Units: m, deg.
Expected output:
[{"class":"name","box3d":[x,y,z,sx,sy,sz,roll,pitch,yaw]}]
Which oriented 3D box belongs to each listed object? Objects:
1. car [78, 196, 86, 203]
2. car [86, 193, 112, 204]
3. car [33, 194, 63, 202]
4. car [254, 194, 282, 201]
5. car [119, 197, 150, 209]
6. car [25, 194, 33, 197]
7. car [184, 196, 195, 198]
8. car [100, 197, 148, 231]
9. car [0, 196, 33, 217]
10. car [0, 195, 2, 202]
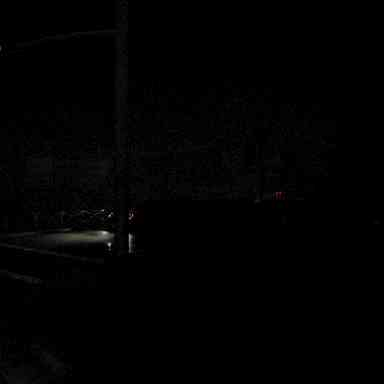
[{"class":"car","box3d":[-18.474,1.077,60.365,1.905,1.878,3.866,0,0,35]},{"class":"car","box3d":[-15.864,1.097,59.022,1.932,1.855,4.605,0,0,35]},{"class":"car","box3d":[-28.915,1.153,67.759,2.152,1.636,5.027,0,0,35]},{"class":"car","box3d":[8.422,1.221,37.051,2.150,2.045,5.566,0,0,35]},{"class":"car","box3d":[-7.499,1.384,43.836,1.970,1.475,3.806,0,0,35]},{"class":"car","box3d":[-34.339,1.232,71.204,1.970,1.475,3.806,0,0,35]},{"class":"car","box3d":[-0.778,1.374,48.169,1.845,1.501,3.633,0,0,35]},{"class":"car","box3d":[-3.056,1.352,20.569,2.097,1.767,4.553,0,0,35]},{"class":"car","box3d":[-15.817,1.339,26.918,2.007,1.523,4.514,0,0,35]},{"class":"car","box3d":[-41.402,1.298,67.569,2.007,1.523,4.514,0,0,35]}]
